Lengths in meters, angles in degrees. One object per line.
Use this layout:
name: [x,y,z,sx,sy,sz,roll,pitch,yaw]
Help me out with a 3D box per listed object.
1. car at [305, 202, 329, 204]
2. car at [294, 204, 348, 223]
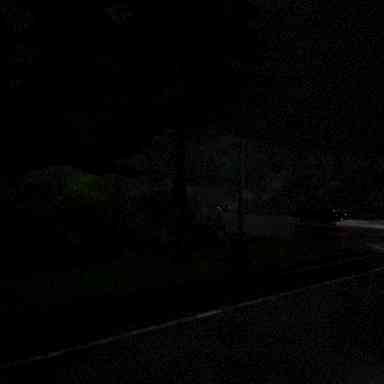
car: [13.264,1.831,33.827,2.097,1.767,4.553,1,0,-36]
car: [11.539,2.047,30.243,1.895,1.301,4.718,1,0,-36]
